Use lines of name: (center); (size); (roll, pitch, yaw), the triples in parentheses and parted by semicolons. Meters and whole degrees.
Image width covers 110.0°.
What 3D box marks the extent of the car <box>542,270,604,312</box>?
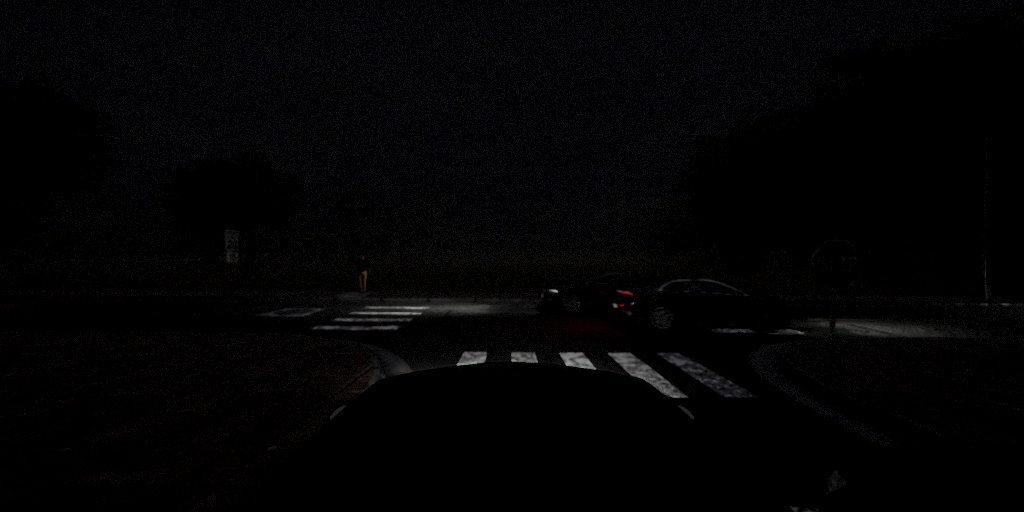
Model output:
car: (3.607, 1.285, 13.604); (4.902, 1.511, 2.128); (1, 0, 0)

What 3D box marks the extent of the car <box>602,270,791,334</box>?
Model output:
car: (5.489, 1.333, 10.663); (4.902, 1.511, 2.128); (2, 0, 0)

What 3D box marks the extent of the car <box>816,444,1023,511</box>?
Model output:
car: (2.638, 1.297, 0.306); (2.007, 1.370, 4.403); (0, 0, 0)

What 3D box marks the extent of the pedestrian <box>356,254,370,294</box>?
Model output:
pedestrian: (-6.887, 0.802, 16.485); (0.375, 1.860, 0.375); (0, 1, 0)
